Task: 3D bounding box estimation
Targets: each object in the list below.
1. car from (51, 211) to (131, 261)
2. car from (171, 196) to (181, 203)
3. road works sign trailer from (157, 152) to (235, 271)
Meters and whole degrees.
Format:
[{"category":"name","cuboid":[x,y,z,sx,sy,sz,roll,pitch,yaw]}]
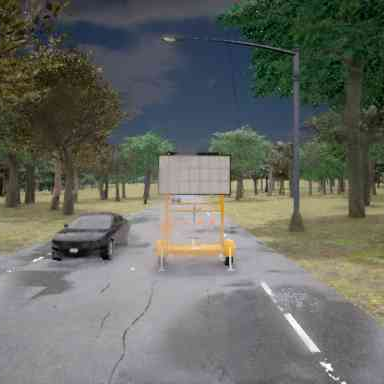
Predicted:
[{"category":"car","cuboid":[-3.590,1.521,12.616,1.882,1.535,5.008,0,0,0]},{"category":"car","cuboid":[-3.437,1.673,71.907,2.128,1.511,4.902,0,0,0]},{"category":"road works sign trailer","cuboid":[0.076,0.500,11.019,2.380,3.560,2.880,0,0,-2]}]
